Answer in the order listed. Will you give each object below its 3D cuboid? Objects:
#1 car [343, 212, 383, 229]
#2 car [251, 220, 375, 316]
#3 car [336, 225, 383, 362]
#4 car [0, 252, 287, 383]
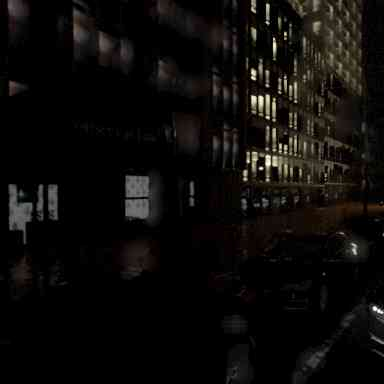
[{"bbox_3d":[6.049,1.577,12.005,1.802,1.307,4.206,-1,0,38],"label":"car"},{"bbox_3d":[2.542,1.548,7.532,2.008,1.369,4.403,-1,0,38],"label":"car"},{"bbox_3d":[4.168,1.489,5.397,2.128,1.511,4.902,0,0,38],"label":"car"},{"bbox_3d":[-0.963,1.544,3.059,1.887,1.381,4.507,-1,0,38],"label":"car"}]
